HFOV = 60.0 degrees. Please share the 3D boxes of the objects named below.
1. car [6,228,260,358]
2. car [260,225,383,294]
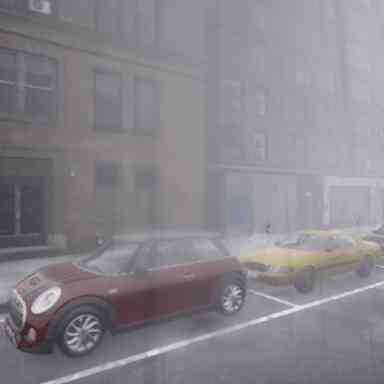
[{"bbox_3d":[-0.989,1.472,5.957,4.097,1.590,1.967,1,-1,-35],"label":"car"},{"bbox_3d":[3.353,1.625,9.053,4.829,1.417,1.752,1,-1,-35],"label":"car"}]
